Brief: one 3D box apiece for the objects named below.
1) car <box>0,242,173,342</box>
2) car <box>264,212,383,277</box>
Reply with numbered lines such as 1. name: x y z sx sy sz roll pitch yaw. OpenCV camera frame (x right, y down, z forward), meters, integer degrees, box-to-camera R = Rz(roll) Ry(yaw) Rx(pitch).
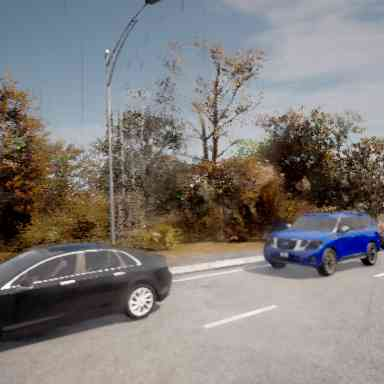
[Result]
1. car: -2.643 1.799 6.436 4.892 1.490 1.837 1 -3 -39
2. car: 5.113 1.801 12.636 5.566 2.045 2.150 3 -4 -40
